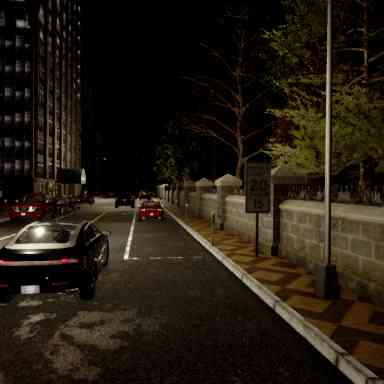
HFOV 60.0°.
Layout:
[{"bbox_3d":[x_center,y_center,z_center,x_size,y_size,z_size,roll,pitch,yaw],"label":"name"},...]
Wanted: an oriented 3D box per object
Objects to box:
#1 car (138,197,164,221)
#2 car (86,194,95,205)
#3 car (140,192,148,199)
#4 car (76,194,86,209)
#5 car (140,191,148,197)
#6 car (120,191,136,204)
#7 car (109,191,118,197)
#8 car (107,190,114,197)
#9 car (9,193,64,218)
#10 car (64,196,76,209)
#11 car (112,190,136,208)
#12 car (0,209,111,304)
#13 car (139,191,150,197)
[{"bbox_3d":[-2.998,1.311,24.186,1.887,1.381,4.507,0,1,-9],"label":"car"},{"bbox_3d":[-14.124,0.989,44.669,1.752,1.417,4.829,0,1,-9],"label":"car"},{"bbox_3d":[-10.592,0.727,73.519,1.752,1.417,4.829,0,1,-9],"label":"car"},{"bbox_3d":[-12.468,1.136,33.912,2.008,1.369,4.403,0,1,-9],"label":"car"},{"bbox_3d":[-12.247,0.514,84.275,1.967,1.590,4.097,0,1,-9],"label":"car"},{"bbox_3d":[-9.350,0.819,48.601,2.097,1.767,4.553,0,1,-9],"label":"car"},{"bbox_3d":[-20.877,0.515,88.540,1.947,1.339,4.313,0,1,-9],"label":"car"},{"bbox_3d":[-20.034,0.330,83.074,2.192,1.841,5.009,0,1,-9],"label":"car"},{"bbox_3d":[-10.785,1.022,22.984,2.192,1.841,5.009,0,1,-9],"label":"car"},{"bbox_3d":[-11.627,1.197,28.449,2.008,1.369,4.403,0,1,-9],"label":"car"},{"bbox_3d":[-7.802,0.930,38.908,2.097,1.767,4.553,0,1,-8],"label":"car"},{"bbox_3d":[-3.104,1.410,8.025,2.128,1.511,4.902,0,1,-9],"label":"car"},{"bbox_3d":[-8.882,0.646,62.422,2.192,1.841,5.009,0,1,-9],"label":"car"}]
